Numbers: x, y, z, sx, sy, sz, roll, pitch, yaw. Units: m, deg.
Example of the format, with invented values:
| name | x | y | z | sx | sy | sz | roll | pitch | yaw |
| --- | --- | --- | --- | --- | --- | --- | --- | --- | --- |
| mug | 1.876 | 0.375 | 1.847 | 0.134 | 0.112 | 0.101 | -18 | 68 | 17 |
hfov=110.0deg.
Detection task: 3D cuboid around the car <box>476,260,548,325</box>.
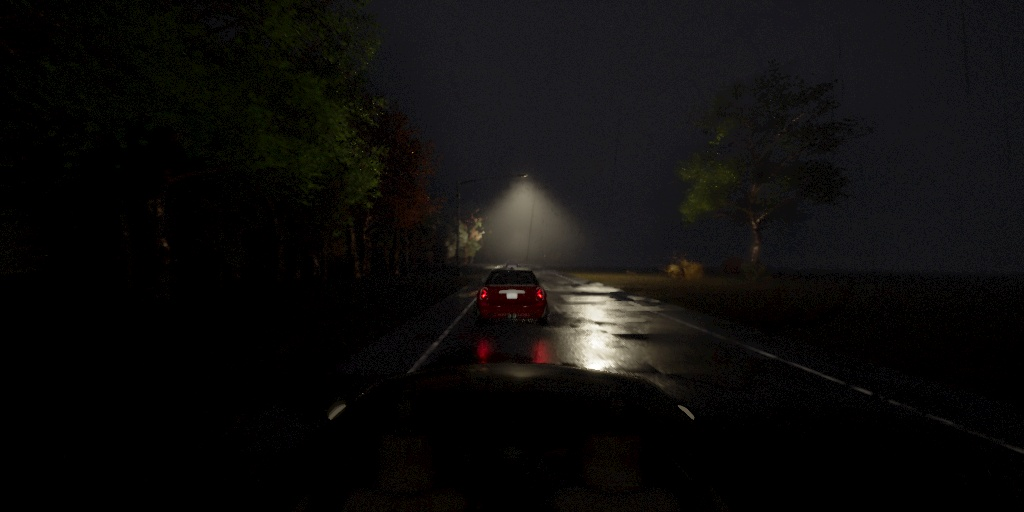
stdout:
| name | x | y | z | sx | sy | sz | roll | pitch | yaw |
| --- | --- | --- | --- | --- | --- | --- | --- | --- | --- |
| car | 0.001 | 1.153 | 12.201 | 2.097 | 1.767 | 4.553 | 0 | 0 | 0 |
